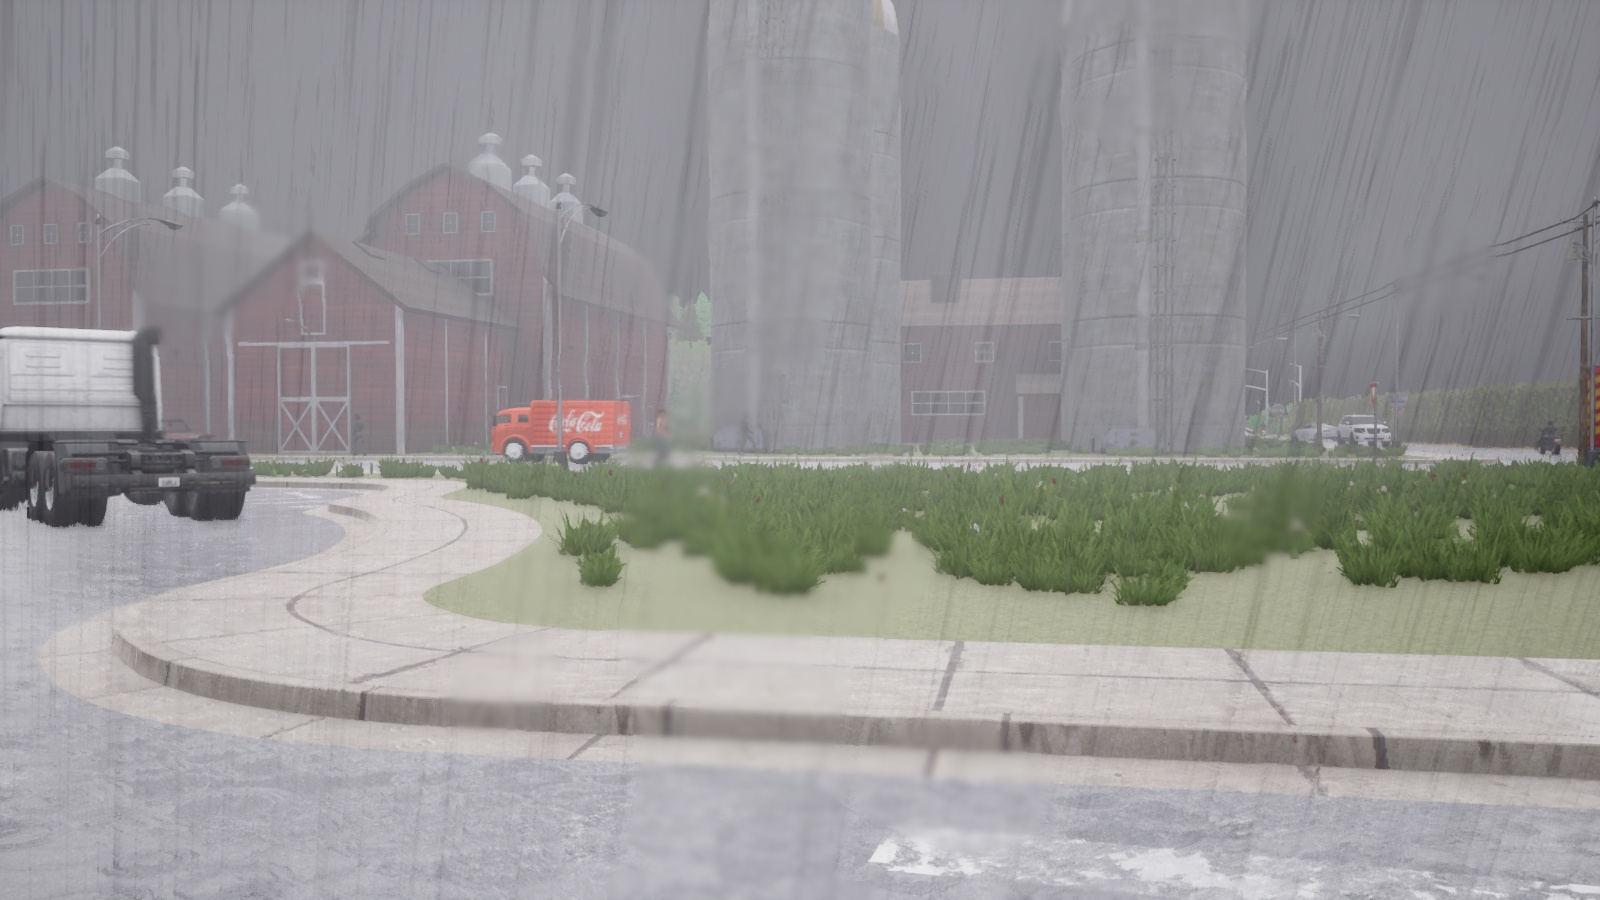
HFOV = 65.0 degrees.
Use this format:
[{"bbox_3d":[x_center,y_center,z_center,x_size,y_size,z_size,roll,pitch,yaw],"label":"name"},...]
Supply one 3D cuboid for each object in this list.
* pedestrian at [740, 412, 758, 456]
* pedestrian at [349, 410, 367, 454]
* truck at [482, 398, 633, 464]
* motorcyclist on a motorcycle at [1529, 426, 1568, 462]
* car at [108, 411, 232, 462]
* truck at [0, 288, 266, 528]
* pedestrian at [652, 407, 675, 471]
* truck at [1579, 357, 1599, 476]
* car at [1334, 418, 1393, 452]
[{"bbox_3d":[-2.172,-0.689,53.674,0.703,1.840,0.431,1,1,10],"label":"pedestrian"},{"bbox_3d":[-19.368,-0.804,55.001,0.666,1.930,0.402,1,1,25],"label":"pedestrian"},{"bbox_3d":[-9.449,-0.768,49.227,5.204,2.467,2.627,1,1,10],"label":"truck"},{"bbox_3d":[35.362,-0.308,59.356,0.766,1.649,2.350,1,1,11],"label":"motorcyclist on a motorcycle"},{"bbox_3d":[-24.148,-0.542,48.194,3.866,1.878,1.905,1,1,10],"label":"car"},{"bbox_3d":[-12.226,-0.694,22.055,2.891,3.462,7.936,0,1,-41],"label":"truck"},{"bbox_3d":[-3.948,-0.318,36.256,0.594,1.836,0.345,0,1,9],"label":"pedestrian"},{"bbox_3d":[29.578,-1.085,42.151,8.468,3.827,2.891,-1,2,-37],"label":"truck"},{"bbox_3d":[35.505,-0.967,79.236,2.150,2.045,5.566,1,1,11],"label":"car"}]
